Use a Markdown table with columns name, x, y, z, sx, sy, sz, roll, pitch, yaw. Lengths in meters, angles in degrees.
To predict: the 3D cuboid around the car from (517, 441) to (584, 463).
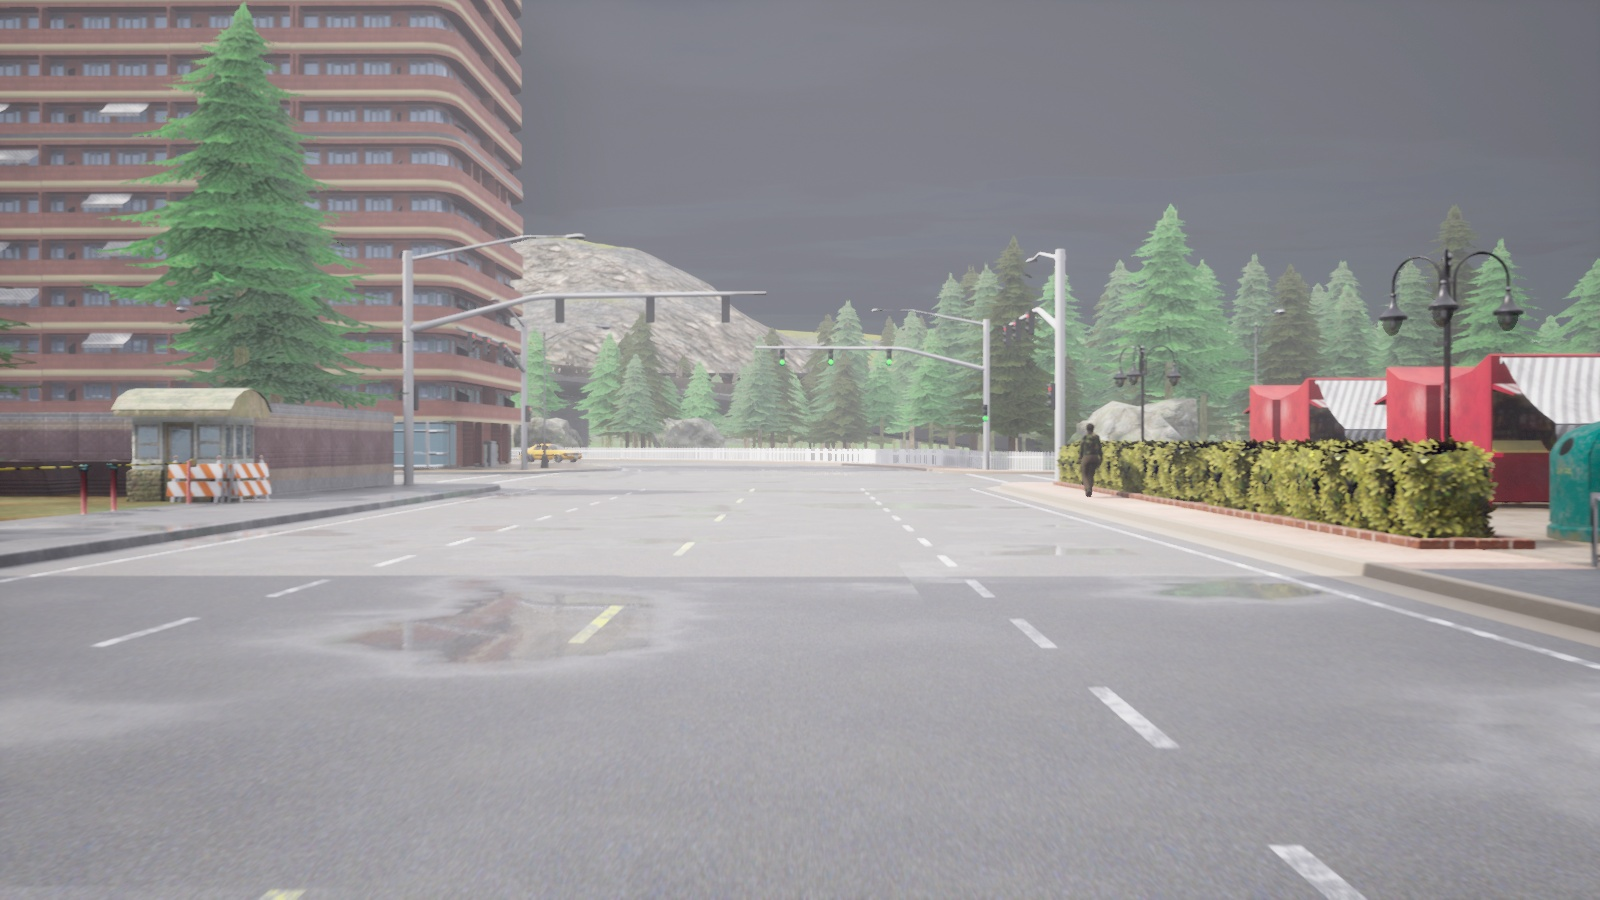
| name | x | y | z | sx | sy | sz | roll | pitch | yaw |
| --- | --- | --- | --- | --- | --- | --- | --- | --- | --- |
| car | -18.824 | 0.137 | 94.620 | 5.366 | 1.575 | 1.801 | 0 | 0 | 35 |

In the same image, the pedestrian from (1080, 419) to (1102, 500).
| name | x | y | z | sx | sy | sz | roll | pitch | yaw |
| --- | --- | --- | --- | --- | --- | --- | --- | --- | --- |
| pedestrian | 7.012 | 0.235 | 30.278 | 0.395 | 1.930 | 0.692 | 0 | 0 | 2 |
